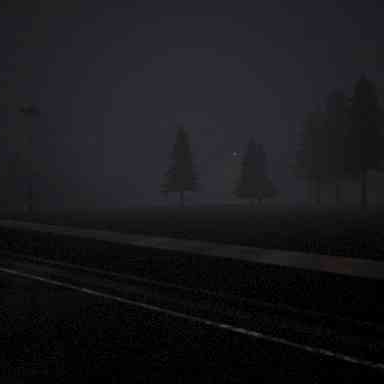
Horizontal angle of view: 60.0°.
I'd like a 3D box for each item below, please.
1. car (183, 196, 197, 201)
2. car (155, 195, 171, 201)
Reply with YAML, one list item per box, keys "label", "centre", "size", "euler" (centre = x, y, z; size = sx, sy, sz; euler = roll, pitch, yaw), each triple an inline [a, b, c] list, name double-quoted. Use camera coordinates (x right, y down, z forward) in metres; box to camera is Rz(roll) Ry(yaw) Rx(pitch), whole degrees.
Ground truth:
- label: "car"
  centre: [-0.757, 1.492, 72.408]
  size: [1.882, 1.535, 5.008]
  euler: [-1, 0, 35]
- label: "car"
  centre: [-6.480, 1.435, 76.440]
  size: [2.097, 1.767, 4.553]
  euler: [-1, 0, 35]
